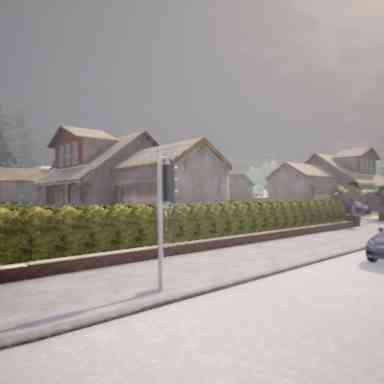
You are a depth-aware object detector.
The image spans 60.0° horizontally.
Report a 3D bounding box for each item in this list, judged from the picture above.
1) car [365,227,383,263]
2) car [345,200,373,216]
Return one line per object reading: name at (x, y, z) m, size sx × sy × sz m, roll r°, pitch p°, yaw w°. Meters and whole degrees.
car at (7.771, 1.628, 11.641) m, size 4.674 × 1.442 × 1.812 m, roll 0°, pitch -1°, yaw -42°
car at (15.741, 1.526, 32.652) m, size 1.845 × 1.501 × 3.633 m, roll 0°, pitch -1°, yaw -44°
